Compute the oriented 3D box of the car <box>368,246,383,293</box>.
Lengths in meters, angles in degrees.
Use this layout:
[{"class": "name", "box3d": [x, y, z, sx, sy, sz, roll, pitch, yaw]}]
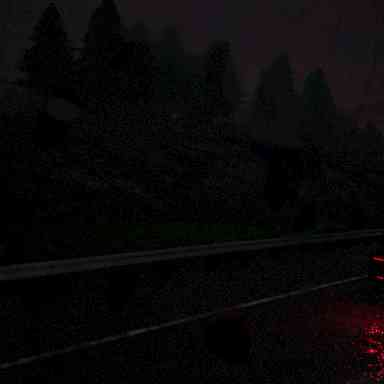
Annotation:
[{"class": "car", "box3d": [6.070, 1.595, 7.778, 4.892, 1.490, 1.837, 1, 0, -34]}]
